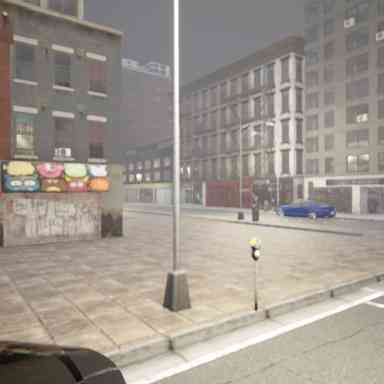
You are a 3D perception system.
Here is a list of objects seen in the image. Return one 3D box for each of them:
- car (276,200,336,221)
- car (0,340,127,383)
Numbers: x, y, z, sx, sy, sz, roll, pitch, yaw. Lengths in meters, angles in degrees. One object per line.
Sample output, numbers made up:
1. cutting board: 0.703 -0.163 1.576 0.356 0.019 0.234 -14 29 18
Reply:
1. car: 9.216 1.444 27.272 1.882 1.535 5.008 0 0 -36
2. car: -2.267 1.570 1.195 4.313 1.339 1.947 0 0 -36
